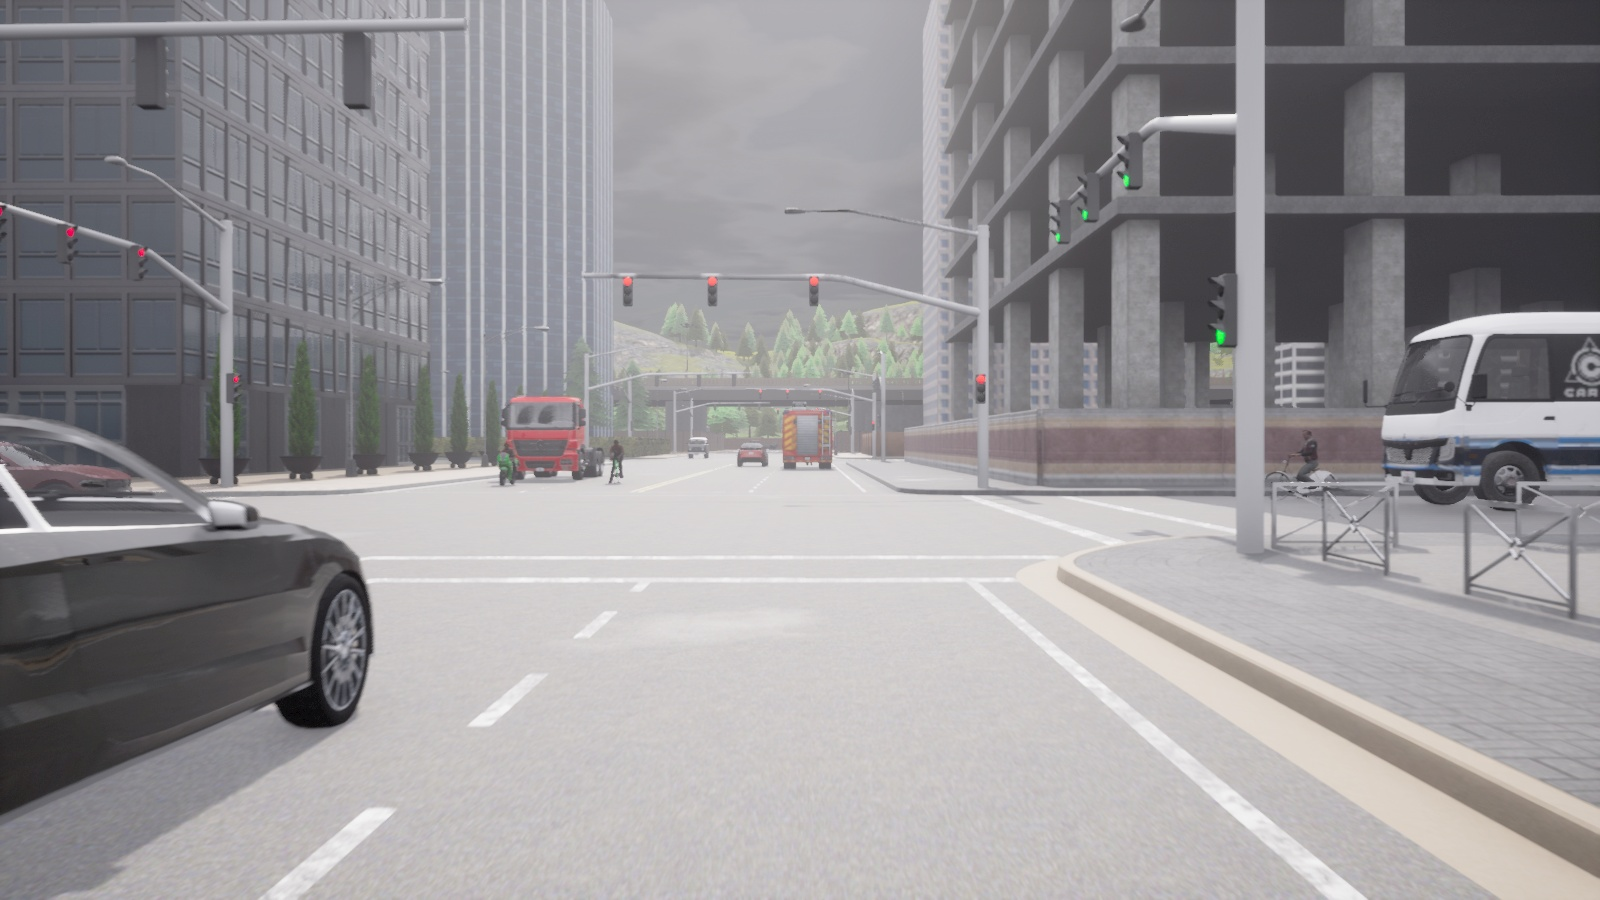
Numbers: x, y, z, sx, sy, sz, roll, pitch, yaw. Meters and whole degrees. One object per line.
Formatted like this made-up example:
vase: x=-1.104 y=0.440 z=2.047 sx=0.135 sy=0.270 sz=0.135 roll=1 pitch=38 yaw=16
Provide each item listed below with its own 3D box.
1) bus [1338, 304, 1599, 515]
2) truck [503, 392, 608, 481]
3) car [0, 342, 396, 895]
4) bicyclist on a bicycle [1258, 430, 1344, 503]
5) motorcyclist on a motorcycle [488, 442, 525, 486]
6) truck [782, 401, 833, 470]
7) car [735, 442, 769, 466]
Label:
bus: x=17.710 y=-0.825 z=27.362 sx=10.273 sy=4.253 sz=3.944 roll=0 pitch=0 yaw=0
truck: x=-10.186 y=-0.543 z=53.132 sx=2.891 sy=3.462 sz=7.936 roll=0 pitch=0 yaw=0
car: x=-3.457 y=0.495 z=4.839 sx=2.152 sy=1.651 sz=5.027 roll=0 pitch=0 yaw=0
bicyclist on a bicycle: x=12.304 y=0.397 z=30.881 sx=1.843 sy=1.776 sz=0.659 roll=0 pitch=0 yaw=0
motorcyclist on a motorcycle: x=-10.235 y=0.473 z=43.862 sx=0.797 sy=1.523 sz=2.044 roll=0 pitch=0 yaw=0
truck: x=0.439 y=-0.837 z=74.393 sx=2.891 sy=3.827 sz=8.468 roll=0 pitch=0 yaw=0
car: x=-3.030 y=0.240 z=80.036 sx=2.007 sy=1.525 sz=4.514 roll=0 pitch=0 yaw=0
